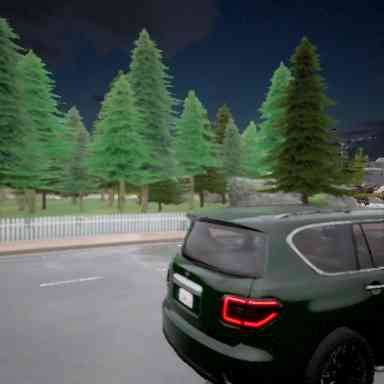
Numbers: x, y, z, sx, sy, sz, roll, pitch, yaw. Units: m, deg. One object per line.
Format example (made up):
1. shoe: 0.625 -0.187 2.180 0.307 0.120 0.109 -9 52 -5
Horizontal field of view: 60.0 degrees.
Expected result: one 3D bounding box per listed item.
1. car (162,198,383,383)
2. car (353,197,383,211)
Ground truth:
1. car: 2.327 1.196 4.777 5.566 2.045 2.150 -1 0 -27
2. car: 20.879 1.348 38.541 1.837 1.490 4.892 0 0 -3
